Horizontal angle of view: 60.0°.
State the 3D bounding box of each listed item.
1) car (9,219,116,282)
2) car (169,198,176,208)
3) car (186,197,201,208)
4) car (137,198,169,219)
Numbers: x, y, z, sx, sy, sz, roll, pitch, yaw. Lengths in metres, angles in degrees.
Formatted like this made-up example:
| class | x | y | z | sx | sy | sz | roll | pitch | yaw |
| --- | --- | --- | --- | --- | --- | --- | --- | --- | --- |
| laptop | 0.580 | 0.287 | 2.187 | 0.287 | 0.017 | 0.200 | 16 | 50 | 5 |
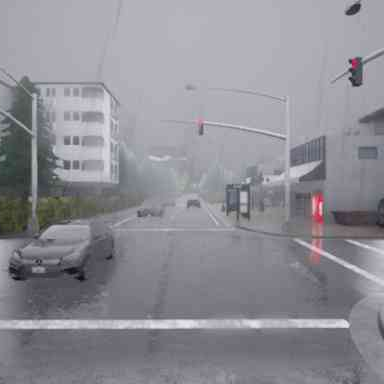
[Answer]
| class | x | y | z | sx | sy | sz | roll | pitch | yaw |
| --- | --- | --- | --- | --- | --- | --- | --- | --- | --- |
| car | -3.574 | 1.593 | 10.098 | 1.812 | 1.442 | 4.674 | 0 | -1 | 0 |
| car | -3.439 | 1.581 | 49.251 | 1.994 | 1.385 | 4.181 | 0 | 0 | 0 |
| car | 0.228 | 1.521 | 48.294 | 1.837 | 1.490 | 4.892 | 0 | 0 | 0 |
| car | -3.519 | 1.362 | 29.531 | 2.097 | 1.767 | 4.553 | 0 | 0 | 0 |
